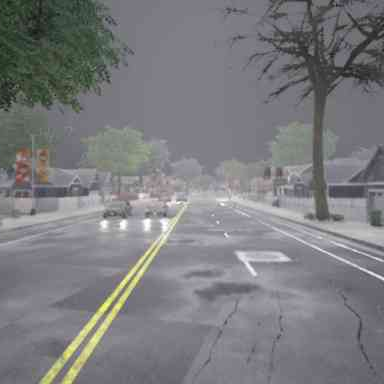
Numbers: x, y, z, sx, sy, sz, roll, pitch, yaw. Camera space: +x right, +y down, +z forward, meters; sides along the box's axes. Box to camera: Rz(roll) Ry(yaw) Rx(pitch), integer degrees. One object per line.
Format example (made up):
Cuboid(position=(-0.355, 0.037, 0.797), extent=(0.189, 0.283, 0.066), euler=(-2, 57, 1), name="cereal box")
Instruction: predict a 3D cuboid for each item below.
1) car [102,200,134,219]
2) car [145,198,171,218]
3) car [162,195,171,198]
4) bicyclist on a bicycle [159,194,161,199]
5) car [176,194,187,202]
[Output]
Cuboid(position=(-6.280, 1.478, 28.666), extent=(1.837, 1.490, 4.892), euler=(0, 0, 1), name="car")
Cuboid(position=(-3.019, 1.499, 29.512), extent=(1.812, 1.442, 4.674), euler=(0, 0, 1), name="car")
Cuboid(position=(-5.441, 1.410, 69.801), extent=(1.994, 1.385, 4.181), euler=(0, 0, 2), name="car")
Cuboid(position=(-7.368, 1.177, 76.106), extent=(0.659, 1.776, 1.843), euler=(0, -1, 3), name="bicyclist on a bicycle")
Cuboid(position=(-2.175, 1.211, 70.071), extent=(2.097, 1.767, 4.553), euler=(0, 0, 2), name="car")
